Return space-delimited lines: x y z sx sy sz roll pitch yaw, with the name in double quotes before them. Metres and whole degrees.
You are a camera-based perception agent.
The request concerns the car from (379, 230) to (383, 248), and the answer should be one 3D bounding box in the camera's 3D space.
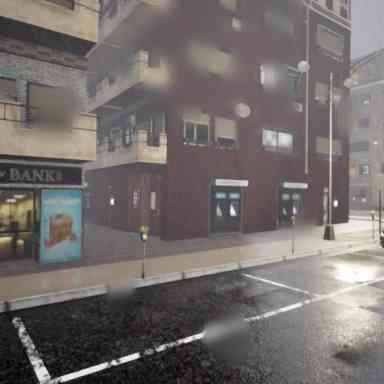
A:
"car" 9.115 1.548 13.164 4.403 1.369 2.008 0 1 -35
